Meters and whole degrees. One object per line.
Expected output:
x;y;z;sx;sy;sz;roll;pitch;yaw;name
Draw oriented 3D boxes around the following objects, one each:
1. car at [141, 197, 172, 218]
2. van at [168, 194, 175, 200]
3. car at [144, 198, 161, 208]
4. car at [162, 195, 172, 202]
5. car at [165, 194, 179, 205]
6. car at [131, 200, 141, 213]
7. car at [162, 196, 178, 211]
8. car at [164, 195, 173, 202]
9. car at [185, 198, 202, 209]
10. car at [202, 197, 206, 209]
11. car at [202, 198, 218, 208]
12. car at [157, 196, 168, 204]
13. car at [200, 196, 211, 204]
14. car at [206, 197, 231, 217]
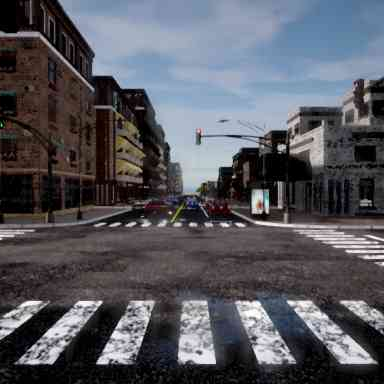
-3.154;1.483;30.634;1.882;1.535;5.008;0;0;0;car
-5.873;1.430;94.485;1.690;1.788;3.998;-1;0;0;van
-5.786;1.571;48.912;2.008;1.369;4.403;0;0;0;car
-5.841;1.497;77.394;1.967;1.590;4.097;0;0;0;car
-3.174;1.576;57.012;2.033;1.411;5.357;0;0;0;car
-5.765;1.561;37.518;2.008;1.369;4.403;0;0;0;car
-3.170;1.560;40.965;2.033;1.411;5.357;0;0;0;car
-5.850;1.592;82.921;1.752;1.417;4.829;-1;0;0;car
0.016;1.566;46.942;2.033;1.411;5.357;0;0;0;car
2.605;1.597;43.243;1.802;1.307;4.206;0;0;0;car
2.594;1.571;48.940;2.008;1.369;4.403;0;0;0;car
-5.818;1.565;65.832;1.752;1.417;4.829;0;0;0;car
2.563;1.591;66.030;2.008;1.369;4.403;-1;0;0;car
2.625;1.446;31.849;1.967;1.590;4.097;0;0;0;car
